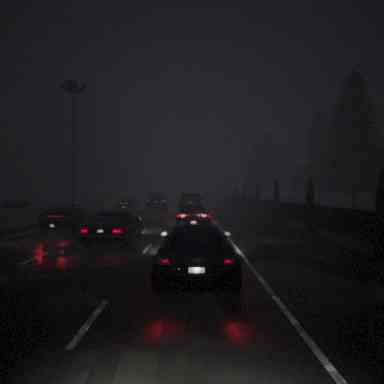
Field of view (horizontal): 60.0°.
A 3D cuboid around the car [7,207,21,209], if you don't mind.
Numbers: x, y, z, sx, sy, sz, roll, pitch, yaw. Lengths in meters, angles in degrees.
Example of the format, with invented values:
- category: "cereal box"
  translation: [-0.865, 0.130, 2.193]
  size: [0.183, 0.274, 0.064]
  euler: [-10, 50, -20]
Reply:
- category: "car"
  translation: [-14.125, 1.455, 26.270]
  size: [2.033, 1.411, 5.357]
  euler: [0, 0, -1]

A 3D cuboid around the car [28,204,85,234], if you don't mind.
- category: "car"
  translation: [-6.926, 1.425, 18.861]
  size: [2.128, 1.511, 4.902]
  euler: [0, 0, 0]

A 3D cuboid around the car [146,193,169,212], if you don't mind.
- category: "car"
  translation: [-3.854, 1.091, 37.400]
  size: [2.150, 2.045, 5.566]
  euler: [0, 0, -1]

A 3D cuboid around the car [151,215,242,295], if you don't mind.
- category: "car"
  translation: [0.101, 1.533, 8.707]
  size: [1.994, 1.385, 4.181]
  euler: [0, 0, 0]

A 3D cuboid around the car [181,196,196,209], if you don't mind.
- category: "car"
  translation: [-0.499, 1.305, 43.150]
  size: [1.801, 1.575, 5.366]
  euler: [0, 0, -1]

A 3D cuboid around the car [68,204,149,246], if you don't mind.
- category: "car"
  translation: [-3.404, 1.495, 14.809]
  size: [2.033, 1.411, 5.357]
  euler: [0, 0, 0]

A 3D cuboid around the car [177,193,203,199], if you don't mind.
- category: "car"
  translation: [-0.177, 1.108, 30.845]
  size: [2.150, 2.045, 5.566]
  euler: [0, 0, -1]

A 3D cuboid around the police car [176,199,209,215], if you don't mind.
- category: "police car"
  translation: [0.057, 1.432, 19.841]
  size: [2.038, 1.542, 4.974]
  euler: [0, 0, -1]

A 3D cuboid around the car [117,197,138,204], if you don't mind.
- category: "car"
  translation: [-7.372, 1.372, 37.981]
  size: [1.837, 1.490, 4.892]
  euler: [0, 0, -2]
